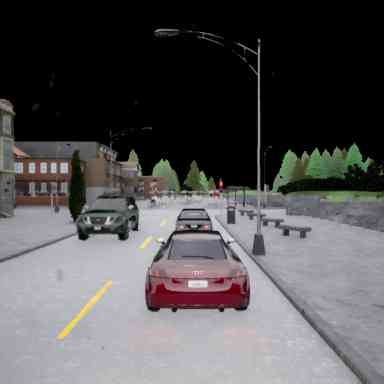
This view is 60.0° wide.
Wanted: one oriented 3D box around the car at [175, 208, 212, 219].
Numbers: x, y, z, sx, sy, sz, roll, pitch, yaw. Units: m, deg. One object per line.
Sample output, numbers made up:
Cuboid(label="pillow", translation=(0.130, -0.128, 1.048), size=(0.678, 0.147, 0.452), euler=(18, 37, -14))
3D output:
Cuboid(label="car", translation=(0.084, 1.547, 17.013), size=(2.033, 1.411, 5.357), euler=(0, 0, 0))

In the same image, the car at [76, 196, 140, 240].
Cuboid(label="car", translation=(-4.094, 1.221, 17.219), size=(2.150, 2.045, 5.566), euler=(0, 0, 0))

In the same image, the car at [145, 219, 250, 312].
Cuboid(label="car", translation=(0.095, 1.564, 7.777), size=(1.994, 1.385, 4.181), euler=(0, 0, 0))
